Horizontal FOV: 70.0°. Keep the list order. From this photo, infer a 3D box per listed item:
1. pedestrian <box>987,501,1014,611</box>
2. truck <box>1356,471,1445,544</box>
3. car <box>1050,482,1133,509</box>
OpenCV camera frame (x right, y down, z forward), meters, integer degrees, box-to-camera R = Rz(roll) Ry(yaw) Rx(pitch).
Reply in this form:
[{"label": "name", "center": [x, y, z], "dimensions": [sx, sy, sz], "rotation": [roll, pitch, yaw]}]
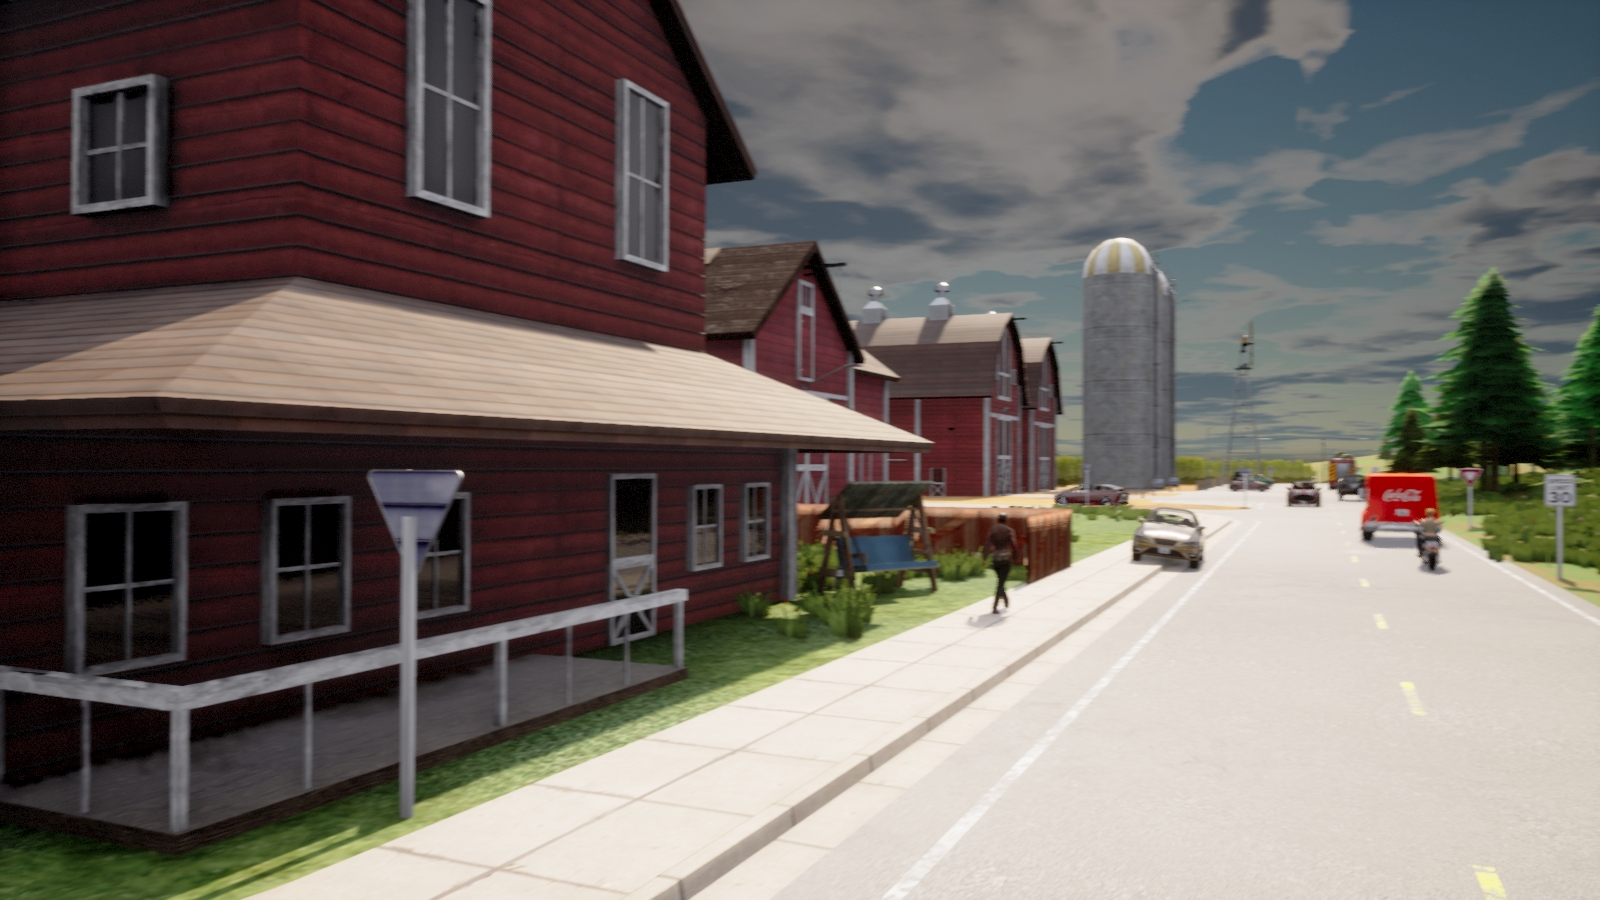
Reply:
[{"label": "pedestrian", "center": [3.468, 1.822, 19.746], "dimensions": [0.375, 1.860, 0.375], "rotation": [0, -1, 26]}, {"label": "truck", "center": [22.306, 2.037, 42.650], "dimensions": [2.627, 2.467, 5.204], "rotation": [0, 0, 24]}, {"label": "car", "center": [17.702, 2.726, 69.476], "dimensions": [4.514, 1.525, 2.007], "rotation": [-1, -1, 41]}]
